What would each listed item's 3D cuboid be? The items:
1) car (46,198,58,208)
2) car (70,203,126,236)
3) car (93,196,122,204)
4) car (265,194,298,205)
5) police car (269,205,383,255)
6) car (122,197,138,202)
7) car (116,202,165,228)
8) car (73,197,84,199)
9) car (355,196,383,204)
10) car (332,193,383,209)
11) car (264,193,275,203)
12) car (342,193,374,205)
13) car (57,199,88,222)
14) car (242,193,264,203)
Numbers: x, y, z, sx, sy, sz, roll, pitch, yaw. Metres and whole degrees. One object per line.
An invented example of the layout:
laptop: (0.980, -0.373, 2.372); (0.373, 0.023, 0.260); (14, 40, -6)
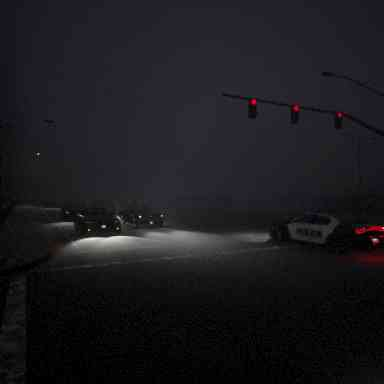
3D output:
car: (-19.782, 1.548, 47.381); (2.033, 1.411, 5.357); (0, 0, -26)
car: (-5.341, 1.564, 18.553); (1.994, 1.385, 4.181); (0, 0, -27)
car: (-9.004, 1.491, 33.610); (2.128, 1.511, 4.902); (0, 0, -27)
car: (13.165, 1.395, 49.183); (1.970, 1.475, 3.806); (0, 0, -27)
police car: (5.227, 1.509, 13.641); (2.038, 1.542, 4.974); (0, 0, -27)
car: (-9.482, 1.526, 50.433); (1.812, 1.442, 4.674); (0, 0, -26)
car: (-3.515, 1.601, 22.708); (1.895, 1.301, 4.718); (0, 0, -27)
car: (-16.496, 1.507, 48.629); (1.837, 1.490, 4.892); (0, -1, -26)
car: (30.862, 1.363, 58.051); (1.784, 1.438, 3.905); (0, 0, -27)
car: (15.937, 1.153, 31.103); (1.932, 1.855, 4.605); (0, 0, -27)
car: (14.167, 1.364, 66.563); (1.784, 1.438, 3.905); (0, 0, -27)
car: (28.242, 1.153, 56.814); (1.932, 1.855, 4.605); (0, 0, -27)
car: (-9.577, 1.526, 26.985); (1.812, 1.442, 4.674); (0, 0, -27)
car: (11.577, 1.395, 65.270); (1.970, 1.475, 3.806); (0, 0, -27)
